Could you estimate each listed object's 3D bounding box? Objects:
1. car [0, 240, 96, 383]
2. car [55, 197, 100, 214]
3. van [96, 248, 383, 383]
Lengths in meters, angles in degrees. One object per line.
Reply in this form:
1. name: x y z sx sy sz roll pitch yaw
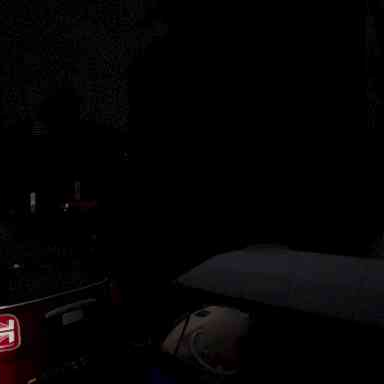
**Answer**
1. car: -2.935 1.441 4.908 4.097 1.590 1.967 0 0 35
2. car: -11.888 1.327 34.667 2.097 1.767 4.553 -1 0 35
3. van: 1.494 1.341 1.753 3.998 1.788 1.690 0 0 35
